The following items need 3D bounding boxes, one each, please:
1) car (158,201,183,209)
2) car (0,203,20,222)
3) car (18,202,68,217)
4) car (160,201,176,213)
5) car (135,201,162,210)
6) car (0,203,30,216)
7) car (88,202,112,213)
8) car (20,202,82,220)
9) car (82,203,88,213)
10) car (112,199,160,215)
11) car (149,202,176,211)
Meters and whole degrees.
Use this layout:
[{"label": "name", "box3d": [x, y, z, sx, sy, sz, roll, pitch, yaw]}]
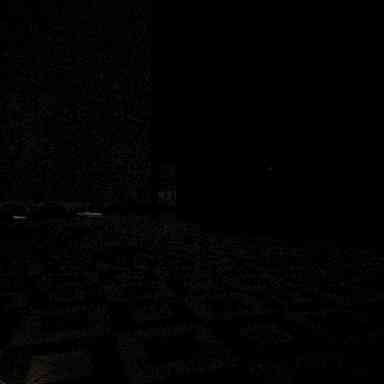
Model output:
[{"label": "car", "box3d": [-3.747, 2.306, 58.739, 2.008, 1.369, 4.403, -1, -2, 35]}, {"label": "car", "box3d": [-16.468, 1.775, 26.214, 1.947, 1.339, 4.313, -1, -2, 35]}, {"label": "car", "box3d": [-16.279, 1.864, 36.556, 1.812, 1.442, 4.674, 0, -1, 36]}, {"label": "car", "box3d": [-3.363, 2.114, 44.595, 1.887, 1.381, 4.507, -1, -2, 35]}, {"label": "car", "box3d": [-7.024, 2.210, 54.144, 2.008, 1.369, 4.403, -1, -2, 35]}, {"label": "car", "box3d": [-20.128, 1.842, 35.765, 2.008, 1.369, 4.403, -1, -1, 35]}, {"label": "car", "box3d": [-10.929, 2.012, 44.044, 1.812, 1.442, 4.674, 0, -1, 35]}, {"label": "car", "box3d": [-13.094, 1.824, 30.948, 1.752, 1.417, 4.829, -1, -2, 35]}, {"label": "car", "box3d": [-13.576, 2.016, 44.955, 1.887, 1.381, 4.507, -1, -2, 35]}, {"label": "car", "box3d": [-6.640, 1.791, 40.006, 2.192, 1.841, 5.009, -1, -2, 35]}, {"label": "car", "box3d": [-4.660, 2.229, 52.771, 1.994, 1.385, 4.181, 0, -1, 36]}]
